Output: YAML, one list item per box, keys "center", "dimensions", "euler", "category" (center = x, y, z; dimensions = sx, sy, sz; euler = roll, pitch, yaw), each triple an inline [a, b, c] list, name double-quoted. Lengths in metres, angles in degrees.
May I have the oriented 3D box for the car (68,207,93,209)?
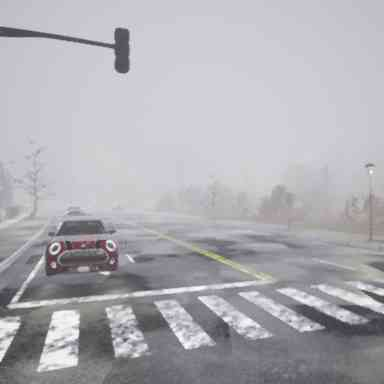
- center: [-10.154, 2.335, 29.564]
  dimensions: [1.837, 1.490, 4.892]
  euler: [0, -2, -21]
  category: "car"

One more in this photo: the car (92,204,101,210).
- center: [-25.176, 3.887, 87.509]
  dimensions: [2.128, 1.511, 4.902]
  euler: [0, -2, -27]
  category: "car"

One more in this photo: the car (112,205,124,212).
- center: [-14.829, 3.308, 66.487]
  dimensions: [1.812, 1.442, 4.674]
  euler: [0, -2, -24]
  category: "car"

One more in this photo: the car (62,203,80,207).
- center: [-13.728, 2.441, 38.883]
  dimensions: [2.097, 1.767, 4.553]
  euler: [0, -2, -21]
  category: "car"

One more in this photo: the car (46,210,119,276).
- center: [-3.821, 1.685, 11.696]
  dimensions: [2.097, 1.767, 4.553]
  euler: [0, -2, -19]
  category: "car"
